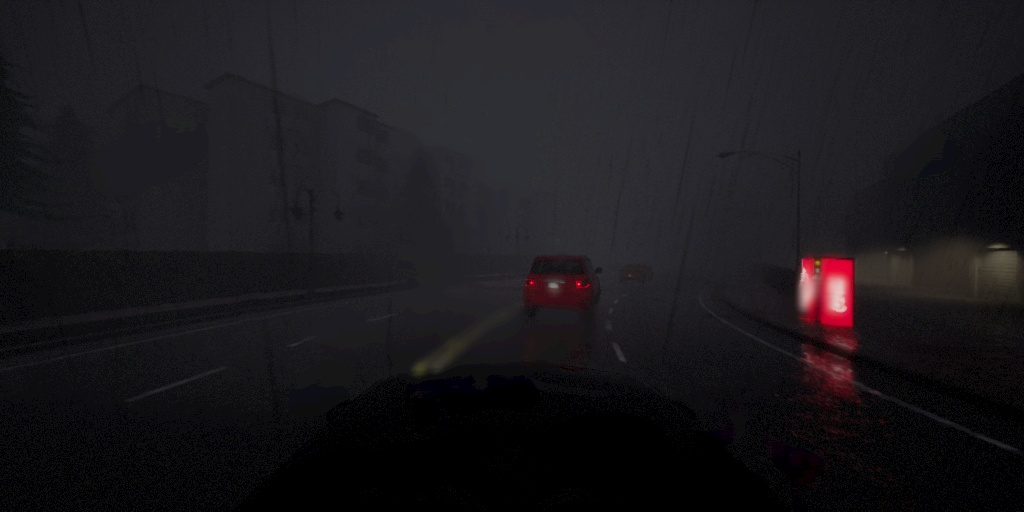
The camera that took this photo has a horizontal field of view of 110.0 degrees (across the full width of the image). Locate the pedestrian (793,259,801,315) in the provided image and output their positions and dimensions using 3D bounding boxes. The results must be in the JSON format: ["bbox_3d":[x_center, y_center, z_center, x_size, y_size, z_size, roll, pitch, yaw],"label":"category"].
[{"bbox_3d":[9.312,0.986,11.361,0.375,1.860,0.375,1,0,18],"label":"pedestrian"}]

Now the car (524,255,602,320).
[{"bbox_3d":[2.008,0.995,13.115,2.150,2.045,5.566,0,0,16],"label":"car"}]

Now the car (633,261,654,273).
[{"bbox_3d":[18.226,1.471,49.500,1.812,1.442,4.674,1,0,32],"label":"car"}]

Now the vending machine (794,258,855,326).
[{"bbox_3d":[9.205,1.039,10.517,1.100,2.100,0.880,0,0,16],"label":"vending machine"}]

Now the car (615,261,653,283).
[{"bbox_3d":[10.199,1.337,29.305,1.882,1.535,5.008,1,0,31],"label":"car"}]

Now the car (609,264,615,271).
[{"bbox_3d":[15.759,1.470,52.158,2.033,1.411,5.357,1,0,32],"label":"car"}]
